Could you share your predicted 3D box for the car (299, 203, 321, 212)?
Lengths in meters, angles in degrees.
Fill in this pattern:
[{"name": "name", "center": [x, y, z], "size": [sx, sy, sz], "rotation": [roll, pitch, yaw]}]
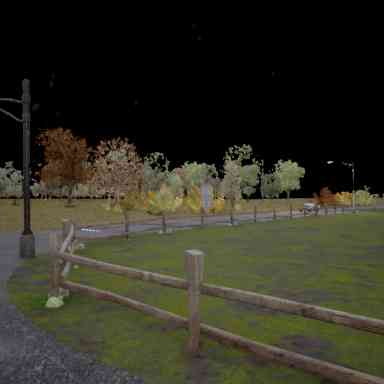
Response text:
[{"name": "car", "center": [18.819, 2.449, 53.000], "size": [2.033, 1.411, 5.357], "rotation": [-1, -2, 40]}]
